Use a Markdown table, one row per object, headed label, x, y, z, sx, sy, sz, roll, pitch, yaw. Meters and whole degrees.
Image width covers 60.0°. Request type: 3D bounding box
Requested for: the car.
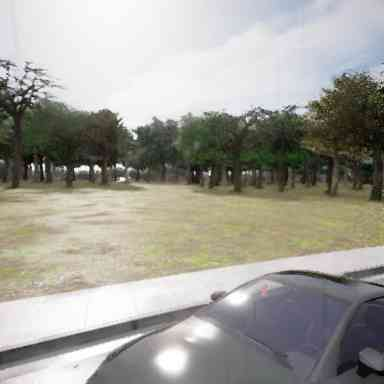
| label | x | y | z | sx | sy | sz | roll | pitch | yaw |
| --- | --- | --- | --- | --- | --- | --- | --- | --- | --- |
| car | 1.110 | 1.557 | 3.229 | 4.181 | 1.385 | 1.994 | 0 | 0 | -33 |
